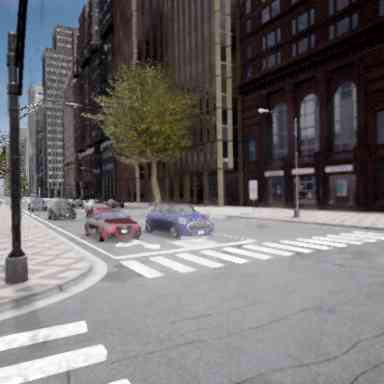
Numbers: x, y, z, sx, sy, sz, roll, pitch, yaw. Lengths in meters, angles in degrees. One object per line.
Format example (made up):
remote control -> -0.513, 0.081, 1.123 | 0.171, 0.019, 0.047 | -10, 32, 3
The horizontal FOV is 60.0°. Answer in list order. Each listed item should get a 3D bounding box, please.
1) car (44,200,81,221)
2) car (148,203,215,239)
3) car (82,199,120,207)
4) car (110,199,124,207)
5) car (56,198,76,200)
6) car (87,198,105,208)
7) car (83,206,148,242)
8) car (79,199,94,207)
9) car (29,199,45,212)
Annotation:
car -> -11.773, 1.759, 30.049 | 1.837, 1.490, 4.892 | -1, 0, -31
car -> -0.748, 1.390, 17.874 | 2.097, 1.767, 4.553 | -1, 0, -32
car -> -8.602, 1.714, 31.050 | 1.812, 1.442, 4.674 | -1, 0, -30
car -> -11.351, 1.736, 48.687 | 1.837, 1.490, 4.892 | -1, 0, -30
car -> -19.022, 1.750, 48.823 | 2.097, 1.767, 4.553 | -1, 0, -31
car -> -16.602, 1.860, 57.489 | 1.812, 1.442, 4.674 | -1, 0, -31
car -> -4.157, 1.672, 17.209 | 1.994, 1.385, 4.181 | -1, 0, -31
car -> -14.114, 1.816, 47.010 | 1.812, 1.442, 4.674 | -1, 0, -31
car -> -21.817, 1.823, 47.165 | 2.097, 1.767, 4.553 | -1, 0, -31
